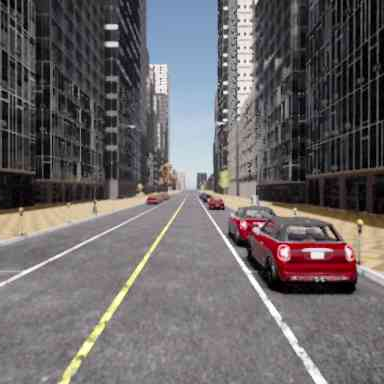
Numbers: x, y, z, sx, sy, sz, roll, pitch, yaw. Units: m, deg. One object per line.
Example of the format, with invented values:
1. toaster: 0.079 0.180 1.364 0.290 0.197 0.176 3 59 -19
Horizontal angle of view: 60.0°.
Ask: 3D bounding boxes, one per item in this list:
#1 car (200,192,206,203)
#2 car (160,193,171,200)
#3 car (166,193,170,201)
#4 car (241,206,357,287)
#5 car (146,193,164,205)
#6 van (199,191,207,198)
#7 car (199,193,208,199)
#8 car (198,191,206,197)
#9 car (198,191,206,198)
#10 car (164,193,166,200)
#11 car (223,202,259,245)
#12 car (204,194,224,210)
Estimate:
1. car: 2.693 1.093 54.606 1.947 1.339 4.313 0 1 0
2. car: -5.688 0.930 71.690 1.947 1.339 4.313 0 1 0
3. car: -5.688 0.963 65.998 1.887 1.381 4.507 0 1 0
4. car: 2.692 1.365 9.068 1.967 1.590 4.097 0 0 0
5. car: -5.688 1.125 48.920 1.887 1.381 4.507 0 1 0
6. van: 2.694 0.593 83.065 1.690 1.788 3.998 0 1 0
7. car: 2.693 0.875 77.374 1.947 1.339 4.313 0 1 0
8. car: 2.693 0.985 65.990 1.947 1.339 4.313 0 1 0
9. car: 2.694 0.635 88.757 1.967 1.590 4.097 0 1 0
10. car: -5.688 1.109 54.614 1.802 1.307 4.206 0 1 0
11. car: 2.692 1.318 14.760 1.967 1.590 4.097 0 0 0
12. car: 2.693 1.229 37.530 1.887 1.381 4.507 0 1 0
